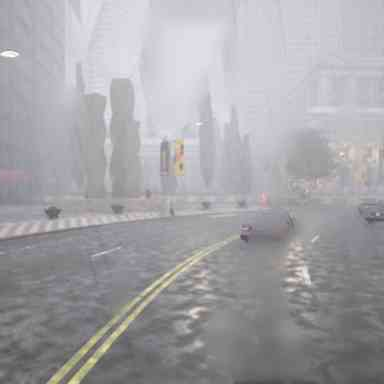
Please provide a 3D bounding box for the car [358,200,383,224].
[{"bbox_3d":[14.015,1.542,23.588,5.357,1.411,2.033,0,0,-44],"label":"car"}]

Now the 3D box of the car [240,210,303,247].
[{"bbox_3d":[3.786,1.539,15.243,2.033,1.411,5.357,0,0,26],"label":"car"}]
